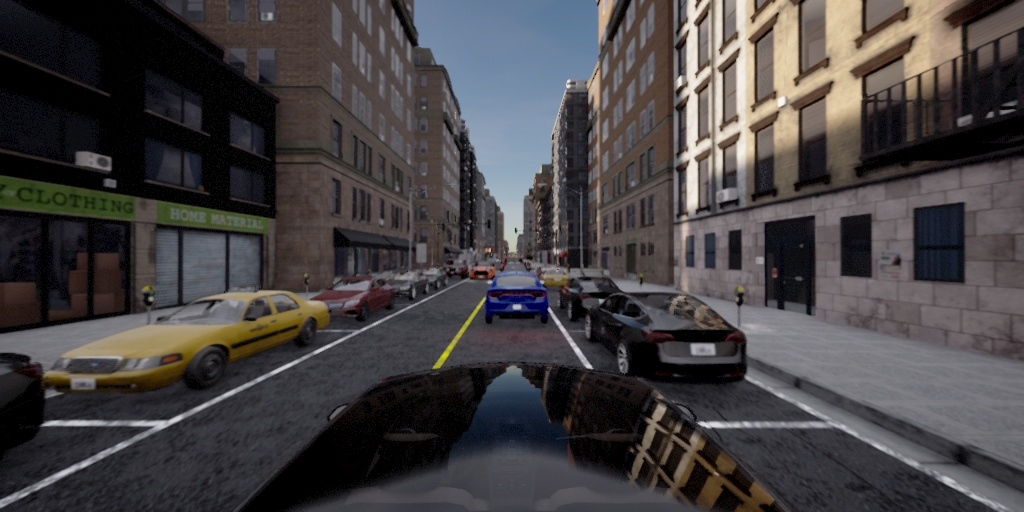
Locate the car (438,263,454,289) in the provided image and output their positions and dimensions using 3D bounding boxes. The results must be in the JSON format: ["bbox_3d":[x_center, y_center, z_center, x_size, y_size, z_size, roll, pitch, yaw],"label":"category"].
[{"bbox_3d":[-5.308,1.378,23.319,2.007,1.370,4.403,0,0,0],"label":"car"}]

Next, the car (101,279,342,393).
[{"bbox_3d":[-5.372,1.296,6.910,1.751,1.417,4.829,0,0,0],"label":"car"}]

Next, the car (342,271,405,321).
[{"bbox_3d":[-5.351,1.373,12.493,1.802,1.307,4.207,0,0,0],"label":"car"}]

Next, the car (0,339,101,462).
[{"bbox_3d":[-5.393,1.315,1.667,1.948,1.339,4.313,0,0,0],"label":"car"}]

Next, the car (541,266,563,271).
[{"bbox_3d":[2.718,1.353,23.448,1.751,1.417,4.829,0,0,0],"label":"car"}]

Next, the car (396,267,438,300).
[{"bbox_3d":[-5.329,1.360,17.906,2.007,1.370,4.403,0,0,0],"label":"car"}]

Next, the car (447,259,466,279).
[{"bbox_3d":[-5.265,1.177,34.144,2.192,1.841,5.009,0,0,0],"label":"car"}]

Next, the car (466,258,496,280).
[{"bbox_3d":[-2.646,1.210,33.068,2.097,1.767,4.553,0,0,1],"label":"car"}]

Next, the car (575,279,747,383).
[{"bbox_3d":[2.653,1.336,7.039,1.948,1.339,4.313,0,0,0],"label":"car"}]

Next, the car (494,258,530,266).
[{"bbox_3d":[0.180,1.178,22.832,2.097,1.767,4.553,0,0,0],"label":"car"}]

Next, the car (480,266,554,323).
[{"bbox_3d":[0.138,1.268,12.322,1.882,1.535,5.008,0,0,0],"label":"car"}]

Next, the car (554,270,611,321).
[{"bbox_3d":[2.674,1.357,12.452,1.948,1.339,4.313,0,0,0],"label":"car"}]
